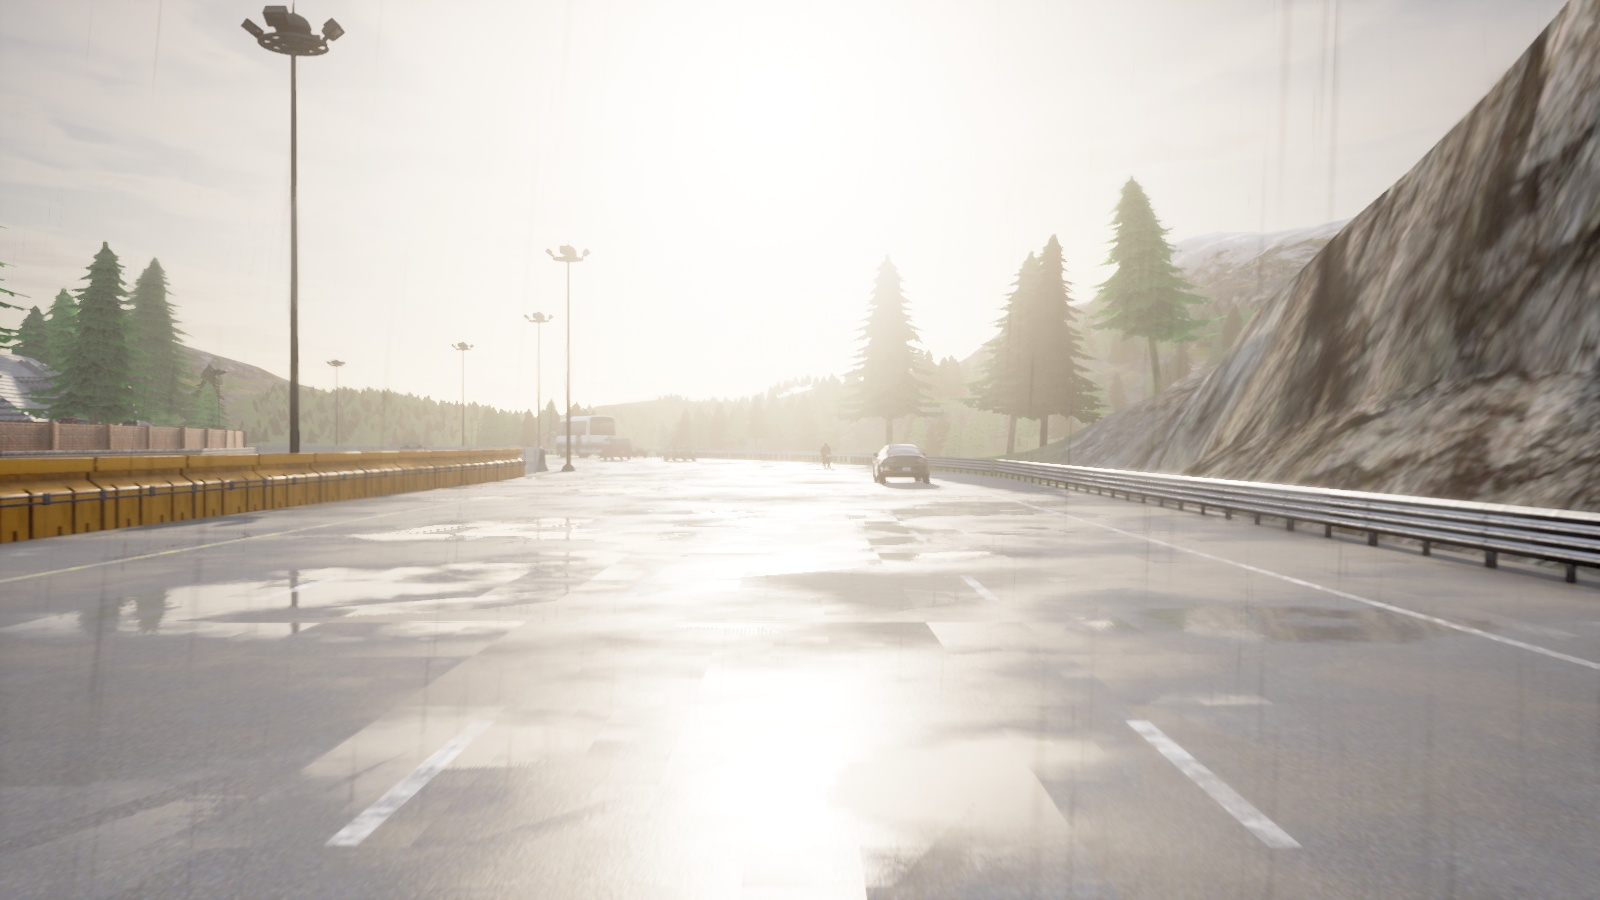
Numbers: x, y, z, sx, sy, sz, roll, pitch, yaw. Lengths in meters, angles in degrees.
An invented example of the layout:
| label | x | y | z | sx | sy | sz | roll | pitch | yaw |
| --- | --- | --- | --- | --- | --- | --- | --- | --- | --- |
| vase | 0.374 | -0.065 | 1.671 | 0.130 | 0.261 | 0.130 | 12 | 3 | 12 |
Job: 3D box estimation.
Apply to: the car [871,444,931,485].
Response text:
| label | x | y | z | sx | sy | sz | roll | pitch | yaw |
| --- | --- | --- | --- | --- | --- | --- | --- | --- | --- |
| car | 3.758 | 0.509 | 47.232 | 1.812 | 1.442 | 4.674 | 0 | 0 | -1 |

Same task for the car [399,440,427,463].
| label | x | y | z | sx | sy | sz | roll | pitch | yaw |
| --- | --- | --- | --- | --- | --- | --- | --- | --- | --- |
| car | -27.712 | 0.115 | 89.933 | 1.851 | 1.617 | 3.988 | 0 | 0 | -17 |
